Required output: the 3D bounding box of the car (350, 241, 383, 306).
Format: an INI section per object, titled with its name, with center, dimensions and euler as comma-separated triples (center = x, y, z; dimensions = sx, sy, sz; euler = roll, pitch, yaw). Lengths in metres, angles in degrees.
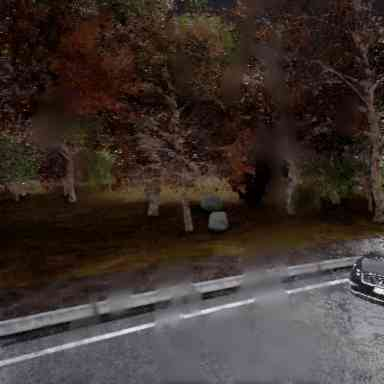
[car]
center = 5.349, 1.398, 6.678
dimensions = 4.892, 1.490, 1.837
euler = -1, 1, -26
